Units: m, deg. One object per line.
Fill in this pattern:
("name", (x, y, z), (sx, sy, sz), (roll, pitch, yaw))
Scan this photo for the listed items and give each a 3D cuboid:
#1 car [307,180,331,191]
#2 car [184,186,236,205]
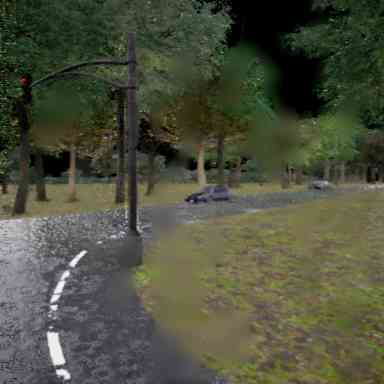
("car", (18.478, -0.962, 48.078), (2.033, 1.411, 5.357), (0, 3, 41))
("car", (1.680, 0.216, 28.184), (2.033, 1.411, 5.357), (0, 3, 40))
